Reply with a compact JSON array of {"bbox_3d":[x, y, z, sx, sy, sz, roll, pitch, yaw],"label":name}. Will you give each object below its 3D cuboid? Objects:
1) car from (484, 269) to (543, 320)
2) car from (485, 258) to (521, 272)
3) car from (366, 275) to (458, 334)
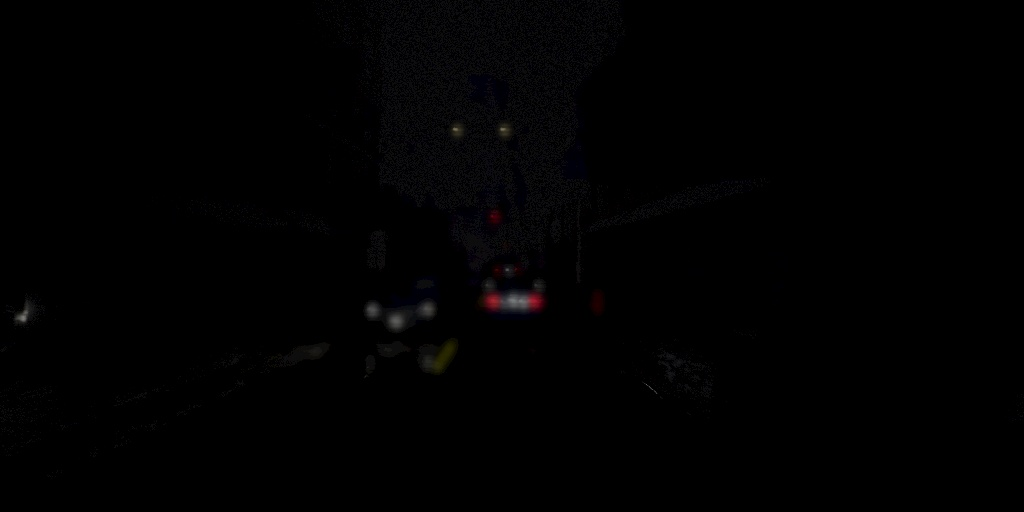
[{"bbox_3d":[0.074,1.386,12.936,2.033,1.411,5.357,0,0,0],"label":"car"},{"bbox_3d":[-0.766,1.150,27.799,2.150,2.045,5.566,0,0,-12],"label":"car"},{"bbox_3d":[-2.833,1.351,11.117,1.812,1.442,4.674,0,0,0],"label":"car"}]
